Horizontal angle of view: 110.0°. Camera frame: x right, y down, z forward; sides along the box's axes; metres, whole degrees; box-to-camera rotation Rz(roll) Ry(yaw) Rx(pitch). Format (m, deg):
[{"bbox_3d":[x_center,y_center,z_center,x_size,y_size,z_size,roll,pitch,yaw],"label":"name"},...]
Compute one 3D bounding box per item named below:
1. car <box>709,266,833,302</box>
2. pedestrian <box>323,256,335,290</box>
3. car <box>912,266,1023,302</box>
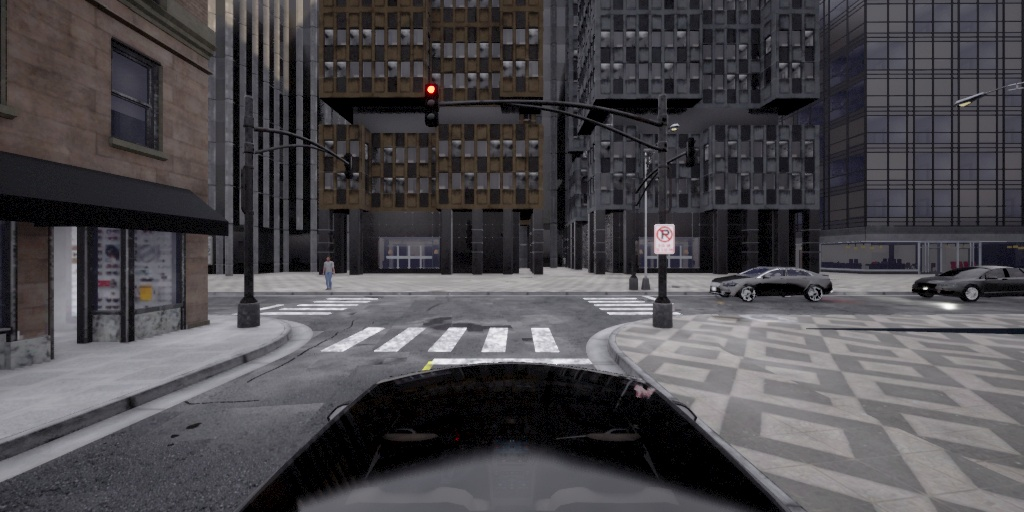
[{"bbox_3d":[11.635,1.222,16.289,4.902,1.511,2.128,0,0,0],"label":"car"},{"bbox_3d":[-9.927,0.902,19.470,0.375,1.860,0.375,0,0,0],"label":"pedestrian"},{"bbox_3d":[21.155,1.223,16.221,4.892,1.490,1.837,0,0,1],"label":"car"}]
